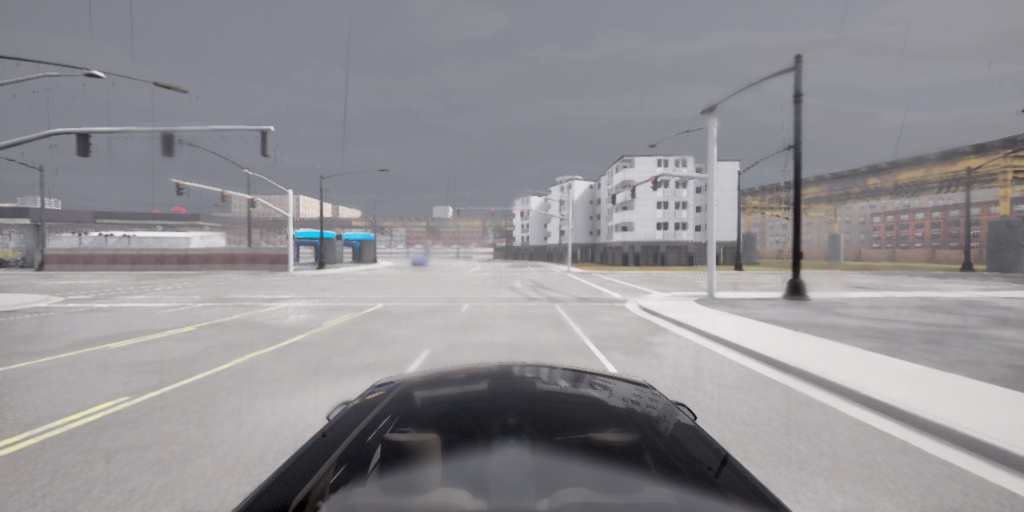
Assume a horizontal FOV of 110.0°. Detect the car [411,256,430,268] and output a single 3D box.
[{"bbox_3d":[-12.353,0.785,48.677,1.882,1.535,5.008,0,2,-5],"label":"car"}]
